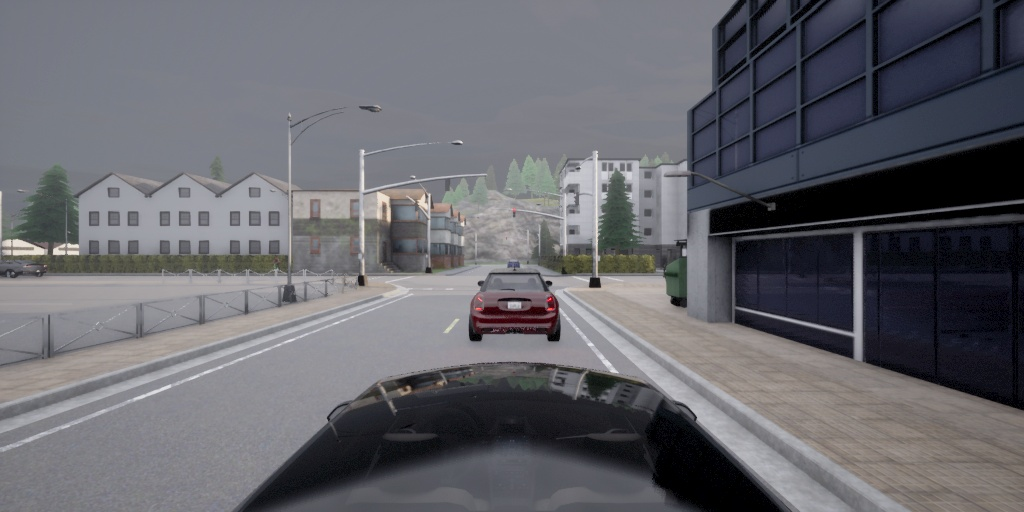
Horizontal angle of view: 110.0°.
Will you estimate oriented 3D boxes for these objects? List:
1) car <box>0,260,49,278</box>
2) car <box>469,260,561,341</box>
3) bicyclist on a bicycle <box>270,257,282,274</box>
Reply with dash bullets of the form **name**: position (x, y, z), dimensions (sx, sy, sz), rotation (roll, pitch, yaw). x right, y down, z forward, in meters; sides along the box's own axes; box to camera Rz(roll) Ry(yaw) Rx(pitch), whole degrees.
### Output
- **car**: position (-42.115, 1.065, 30.065), dimensions (4.902, 1.511, 2.128), rotation (0, 0, 0)
- **car**: position (0.081, 1.102, 9.993), dimensions (2.097, 1.767, 4.553), rotation (0, 0, 1)
- **bicyclist on a bicycle**: position (-22.226, 0.874, 33.826), dimensions (0.582, 1.620, 1.656), rotation (0, 0, 0)
